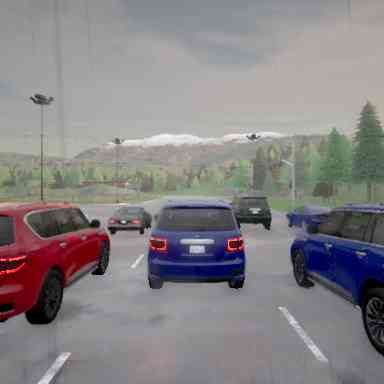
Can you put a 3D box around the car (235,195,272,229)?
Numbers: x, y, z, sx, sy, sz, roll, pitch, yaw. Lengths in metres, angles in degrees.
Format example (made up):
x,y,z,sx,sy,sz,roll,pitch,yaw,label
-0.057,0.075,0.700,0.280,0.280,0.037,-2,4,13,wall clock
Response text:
x,y,z,sx,sy,sz,roll,pitch,yaw,label
3.575,1.222,21.494,2.150,2.045,5.566,0,0,0,car

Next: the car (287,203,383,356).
x,y,z,sx,sy,sz,roll,pitch,yaw,label
3.609,1.212,6.153,2.150,2.045,5.566,0,-1,-1,car

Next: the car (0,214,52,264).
x,y,z,sx,sy,sz,roll,pitch,yaw,label
-6.914,1.601,11.772,1.895,1.301,4.718,0,0,0,car

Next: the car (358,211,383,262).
x,y,z,sx,sy,sz,roll,pitch,yaw,label
7.088,1.478,9.836,1.882,1.535,5.008,0,0,0,car

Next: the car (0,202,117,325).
x,y,z,sx,sy,sz,roll,pitch,yaw,label
-3.418,1.220,7.201,2.150,2.045,5.566,0,0,0,car

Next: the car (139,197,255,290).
x,y,z,sx,sy,sz,roll,pitch,yaw,label
0.085,1.221,9.227,2.150,2.045,5.566,0,0,0,car

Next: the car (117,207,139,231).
x,y,z,sx,sy,sz,roll,pitch,yaw,label
-3.422,1.548,19.157,2.033,1.411,5.357,0,0,0,car

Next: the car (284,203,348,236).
x,y,z,sx,sy,sz,roll,pitch,yaw,label
7.079,1.478,19.639,1.882,1.535,5.008,0,0,0,car

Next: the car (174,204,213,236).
x,y,z,sx,sy,sz,roll,pitch,yaw,label
0.077,1.548,19.714,2.033,1.411,5.357,0,0,0,car
